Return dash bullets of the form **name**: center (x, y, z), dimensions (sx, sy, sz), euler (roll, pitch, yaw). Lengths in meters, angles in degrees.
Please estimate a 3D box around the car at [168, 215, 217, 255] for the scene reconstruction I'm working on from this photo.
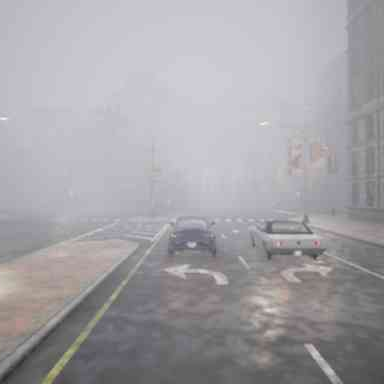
- **car**: center (0.020, 1.687, 13.869), dimensions (1.812, 1.442, 4.674), euler (0, 0, 0)

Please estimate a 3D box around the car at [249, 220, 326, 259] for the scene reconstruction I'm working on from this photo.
- **car**: center (3.515, 1.755, 13.213), dimensions (1.895, 1.301, 4.718), euler (0, -1, 0)
